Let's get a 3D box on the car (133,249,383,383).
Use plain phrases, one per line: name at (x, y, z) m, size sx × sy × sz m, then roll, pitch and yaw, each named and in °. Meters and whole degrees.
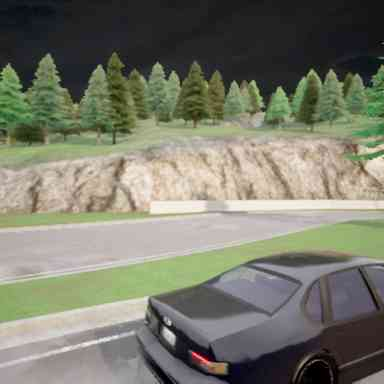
car at (1.942, 1.571, 4.715) m, size 5.357 × 1.411 × 2.033 m, roll 0°, pitch 0°, yaw -29°
